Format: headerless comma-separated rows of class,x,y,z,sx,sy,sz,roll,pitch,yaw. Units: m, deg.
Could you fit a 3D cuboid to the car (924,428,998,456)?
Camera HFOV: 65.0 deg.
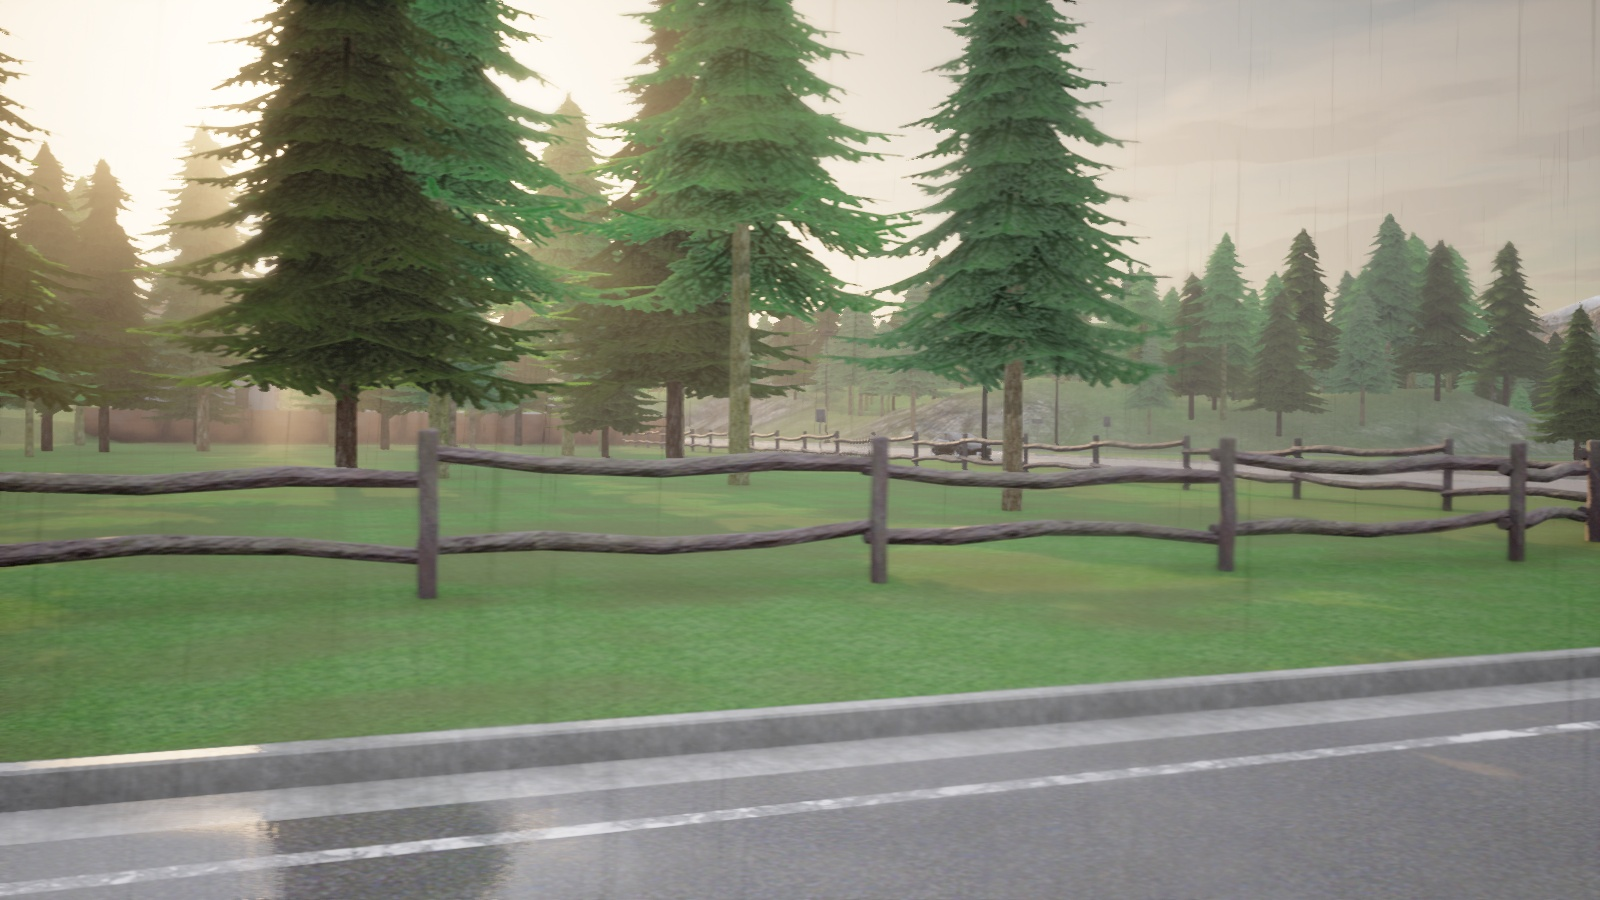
car,9.048,-0.455,70.982,2.163,1.488,4.792,-1,1,-20
